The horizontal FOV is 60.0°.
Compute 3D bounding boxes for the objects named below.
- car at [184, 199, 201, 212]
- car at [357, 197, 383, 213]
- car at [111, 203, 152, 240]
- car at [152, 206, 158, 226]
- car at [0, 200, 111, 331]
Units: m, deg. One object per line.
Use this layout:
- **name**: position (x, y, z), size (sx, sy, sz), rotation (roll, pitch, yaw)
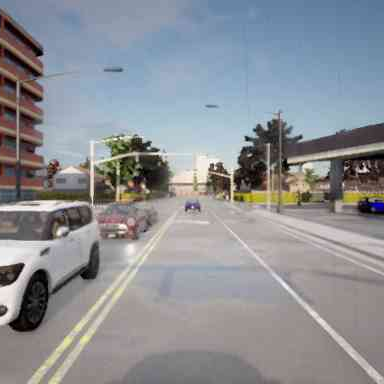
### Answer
- **car**: position (0.107, 1.579, 40.093), size (1.812, 1.442, 4.674), rotation (0, 0, 0)
- **car**: position (20.275, 1.343, 35.695), size (4.611, 1.667, 2.242), rotation (0, 0, 1)
- **car**: position (-3.554, 1.375, 17.051), size (2.097, 1.767, 4.553), rotation (0, 0, 0)
- **car**: position (-3.498, 1.653, 23.184), size (1.895, 1.301, 4.718), rotation (0, 0, 0)
- **car**: position (-3.591, 1.232, 7.215), size (2.150, 2.045, 5.566), rotation (0, 0, 0)
